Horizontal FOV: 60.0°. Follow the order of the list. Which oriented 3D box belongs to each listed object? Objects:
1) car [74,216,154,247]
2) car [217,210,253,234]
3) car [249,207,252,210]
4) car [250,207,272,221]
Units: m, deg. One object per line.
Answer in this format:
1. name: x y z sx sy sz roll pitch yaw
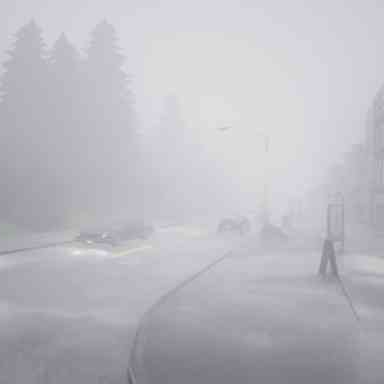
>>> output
1. car: -3.803 1.962 17.566 2.033 1.411 5.357 1 -2 19
2. car: 3.208 2.328 25.283 1.812 1.442 4.674 1 -2 19
3. car: 12.206 3.629 64.851 2.128 1.511 4.902 1 -2 19
4. car: 9.147 2.990 42.876 2.033 1.411 5.357 1 -2 19
